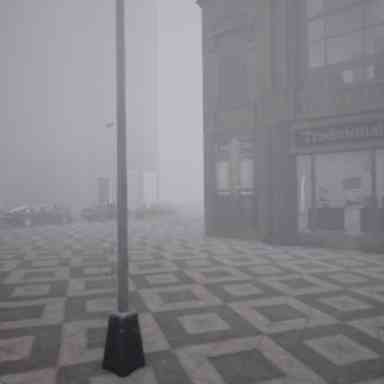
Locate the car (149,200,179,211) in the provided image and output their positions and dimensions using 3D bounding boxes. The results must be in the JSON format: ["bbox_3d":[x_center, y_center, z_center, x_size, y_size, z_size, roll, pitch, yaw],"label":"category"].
[{"bbox_3d":[-3.805,1.817,45.288,1.802,1.307,4.206,-1,-1,35],"label":"car"}]

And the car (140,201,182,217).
[{"bbox_3d":[-3.323,1.569,31.223,1.752,1.417,4.829,-1,-1,35],"label":"car"}]

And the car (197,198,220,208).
[{"bbox_3d":[2.746,1.751,54.542,1.967,1.590,4.097,-2,-1,35],"label":"car"}]

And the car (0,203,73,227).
[{"bbox_3d":[-9.974,1.548,21.832,2.008,1.369,4.403,-1,-1,35],"label":"car"}]

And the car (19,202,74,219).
[{"bbox_3d":[-13.635,1.701,31.410,2.008,1.369,4.403,-1,-1,35],"label":"car"}]

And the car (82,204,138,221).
[{"bbox_3d":[-6.696,1.584,26.459,1.947,1.339,4.313,-1,-1,35],"label":"car"}]

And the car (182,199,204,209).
[{"bbox_3d":[-0.531,1.711,49.914,1.967,1.590,4.097,-1,-1,35],"label":"car"}]
